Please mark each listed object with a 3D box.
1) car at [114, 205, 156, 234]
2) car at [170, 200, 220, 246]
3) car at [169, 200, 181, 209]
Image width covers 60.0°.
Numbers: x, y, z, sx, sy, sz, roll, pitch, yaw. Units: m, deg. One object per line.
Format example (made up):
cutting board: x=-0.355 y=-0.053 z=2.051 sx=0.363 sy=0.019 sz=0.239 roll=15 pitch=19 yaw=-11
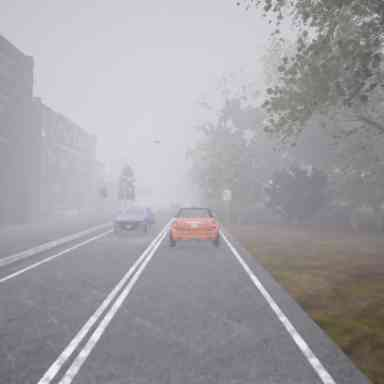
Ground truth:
car: x=-3.331 y=1.568 z=19.988 sx=1.882 sy=1.535 sz=5.008 roll=0 pitch=0 yaw=0
car: x=0.111 y=1.408 z=15.713 sx=2.097 sy=1.767 sz=4.553 roll=0 pitch=0 yaw=0
car: x=-3.097 y=2.285 z=61.746 sx=1.812 sy=1.442 sz=4.674 roll=0 pitch=-1 yaw=1
